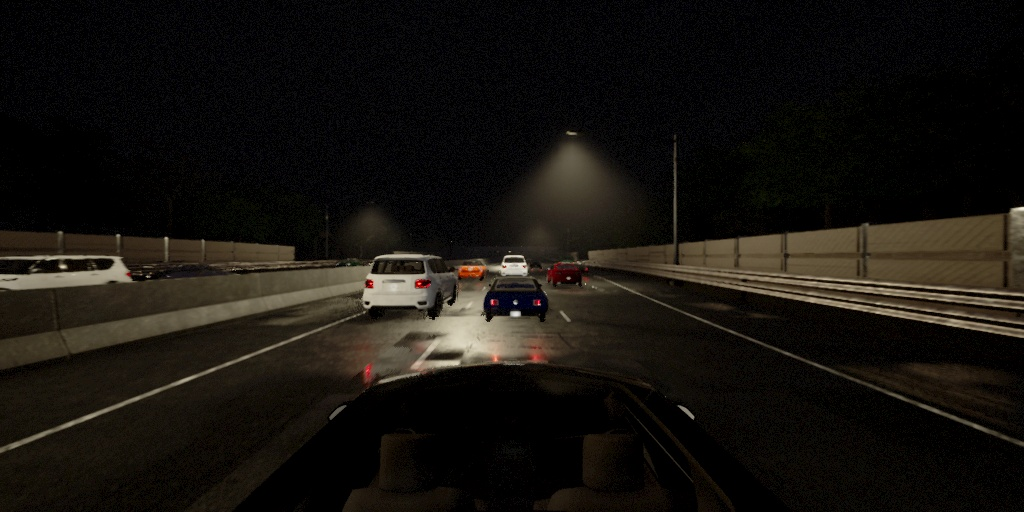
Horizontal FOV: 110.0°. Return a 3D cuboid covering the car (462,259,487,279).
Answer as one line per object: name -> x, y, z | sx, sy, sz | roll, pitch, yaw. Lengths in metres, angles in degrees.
car -> -3.316, 1.122, 30.841 | 2.097, 1.767, 4.553 | 0, 0, 0

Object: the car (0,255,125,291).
car -> -17.587, 0.973, 13.208 | 2.150, 2.045, 5.566 | 0, 0, 0

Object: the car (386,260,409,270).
car -> -17.281, 1.388, 54.268 | 1.994, 1.385, 4.181 | 0, 0, 1

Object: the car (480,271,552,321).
car -> 0.111, 1.354, 12.394 | 1.895, 1.301, 4.718 | 0, 0, 0

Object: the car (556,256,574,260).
car -> 7.219, 1.035, 48.685 | 2.150, 2.045, 5.566 | 0, 0, 1

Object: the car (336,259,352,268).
car -> -24.284, 1.173, 53.608 | 2.097, 1.767, 4.553 | 0, 0, 1

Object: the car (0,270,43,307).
car -> -21.089, 1.298, 12.660 | 2.033, 1.411, 5.357 | 0, 0, 0

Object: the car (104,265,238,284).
car -> -14.081, 1.300, 16.030 | 2.033, 1.411, 5.357 | 0, 0, 0

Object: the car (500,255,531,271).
car -> 0.181, 0.992, 30.513 | 2.150, 2.045, 5.566 | 0, 0, 0

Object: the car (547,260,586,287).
car -> 3.552, 1.241, 24.843 | 1.882, 1.535, 5.008 | 0, 0, 0

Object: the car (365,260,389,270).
car -> -20.763, 1.353, 55.393 | 1.812, 1.442, 4.674 | 0, 0, 1

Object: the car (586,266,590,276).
car -> 6.993, 1.387, 38.464 | 1.895, 1.301, 4.718 | 0, 0, 2

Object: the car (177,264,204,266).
car -> -23.792, 1.309, 26.561 | 2.033, 1.411, 5.357 | 0, 0, -3

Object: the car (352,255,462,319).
car -> -3.388, 0.974, 12.973 | 2.150, 2.045, 5.566 | 0, 0, 0

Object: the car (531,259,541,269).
car -> 3.832, 1.371, 59.577 | 1.812, 1.442, 4.674 | 0, 0, 1
